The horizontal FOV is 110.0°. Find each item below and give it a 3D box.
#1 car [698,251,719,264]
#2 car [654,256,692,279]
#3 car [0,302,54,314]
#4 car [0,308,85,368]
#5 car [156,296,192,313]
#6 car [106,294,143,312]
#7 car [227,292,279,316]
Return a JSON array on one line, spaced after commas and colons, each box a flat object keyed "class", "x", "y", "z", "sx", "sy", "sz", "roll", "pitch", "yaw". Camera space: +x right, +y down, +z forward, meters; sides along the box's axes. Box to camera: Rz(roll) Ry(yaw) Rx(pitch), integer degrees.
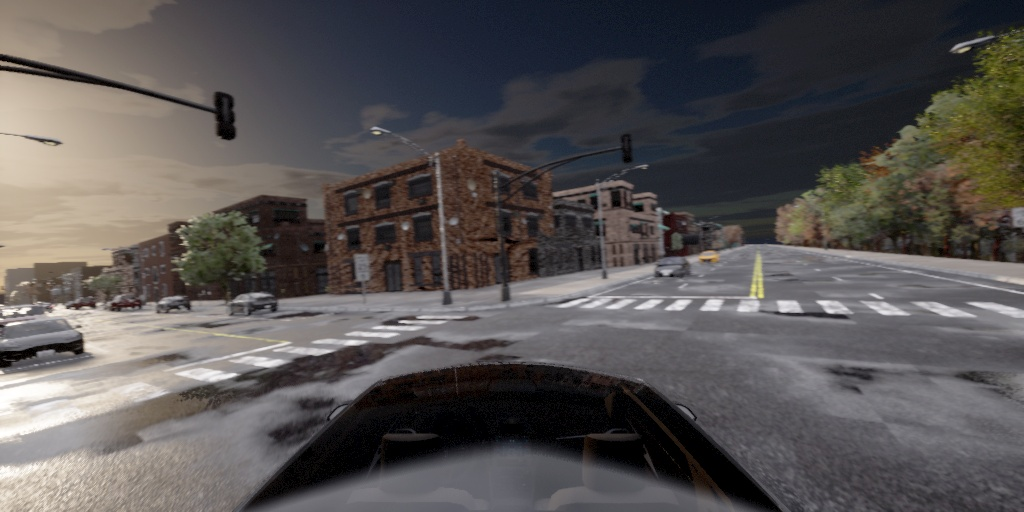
[{"class": "car", "x": 23.950, "y": 0.161, "z": 43.591, "sx": 1.882, "sy": 1.535, "sz": 5.008, "roll": -4, "pitch": 0, "yaw": 35}, {"class": "car", "x": 11.391, "y": 0.807, "z": 25.350, "sx": 2.128, "sy": 1.511, "sz": 4.902, "roll": -4, "pitch": 0, "yaw": 35}, {"class": "car", "x": -25.347, "y": 3.462, "z": 18.477, "sx": 5.009, "sy": 1.841, "sz": 2.192, "roll": 0, "pitch": 0, "yaw": 34}, {"class": "car", "x": -16.776, "y": 2.921, "z": 12.744, "sx": 4.313, "sy": 1.339, "sz": 1.948, "roll": 0, "pitch": 0, "yaw": 34}, {"class": "car", "x": -29.843, "y": 4.232, "z": 31.661, "sx": 4.403, "sy": 1.370, "sz": 2.007, "roll": 0, "pitch": 0, "yaw": 34}, {"class": "car", "x": -44.245, "y": 5.326, "z": 41.224, "sx": 5.009, "sy": 1.841, "sz": 2.192, "roll": 0, "pitch": 0, "yaw": 34}, {"class": "car", "x": -16.604, "y": 3.011, "z": 22.998, "sx": 4.403, "sy": 1.370, "sz": 2.007, "roll": 0, "pitch": 0, "yaw": 34}]
